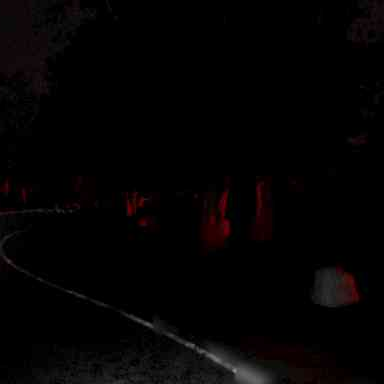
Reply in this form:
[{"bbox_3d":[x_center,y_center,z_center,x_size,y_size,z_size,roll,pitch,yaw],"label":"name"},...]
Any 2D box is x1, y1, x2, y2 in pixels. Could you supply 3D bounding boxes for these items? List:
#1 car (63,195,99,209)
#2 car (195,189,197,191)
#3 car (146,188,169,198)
[{"bbox_3d":[-13.010,1.149,39.246,1.837,1.490,4.892,0,5,24],"label":"car"},{"bbox_3d":[2.523,-1.220,66.673,2.097,1.767,4.553,0,4,34],"label":"car"},{"bbox_3d":[-5.748,0.128,53.627,2.033,1.411,5.357,0,4,30],"label":"car"}]
